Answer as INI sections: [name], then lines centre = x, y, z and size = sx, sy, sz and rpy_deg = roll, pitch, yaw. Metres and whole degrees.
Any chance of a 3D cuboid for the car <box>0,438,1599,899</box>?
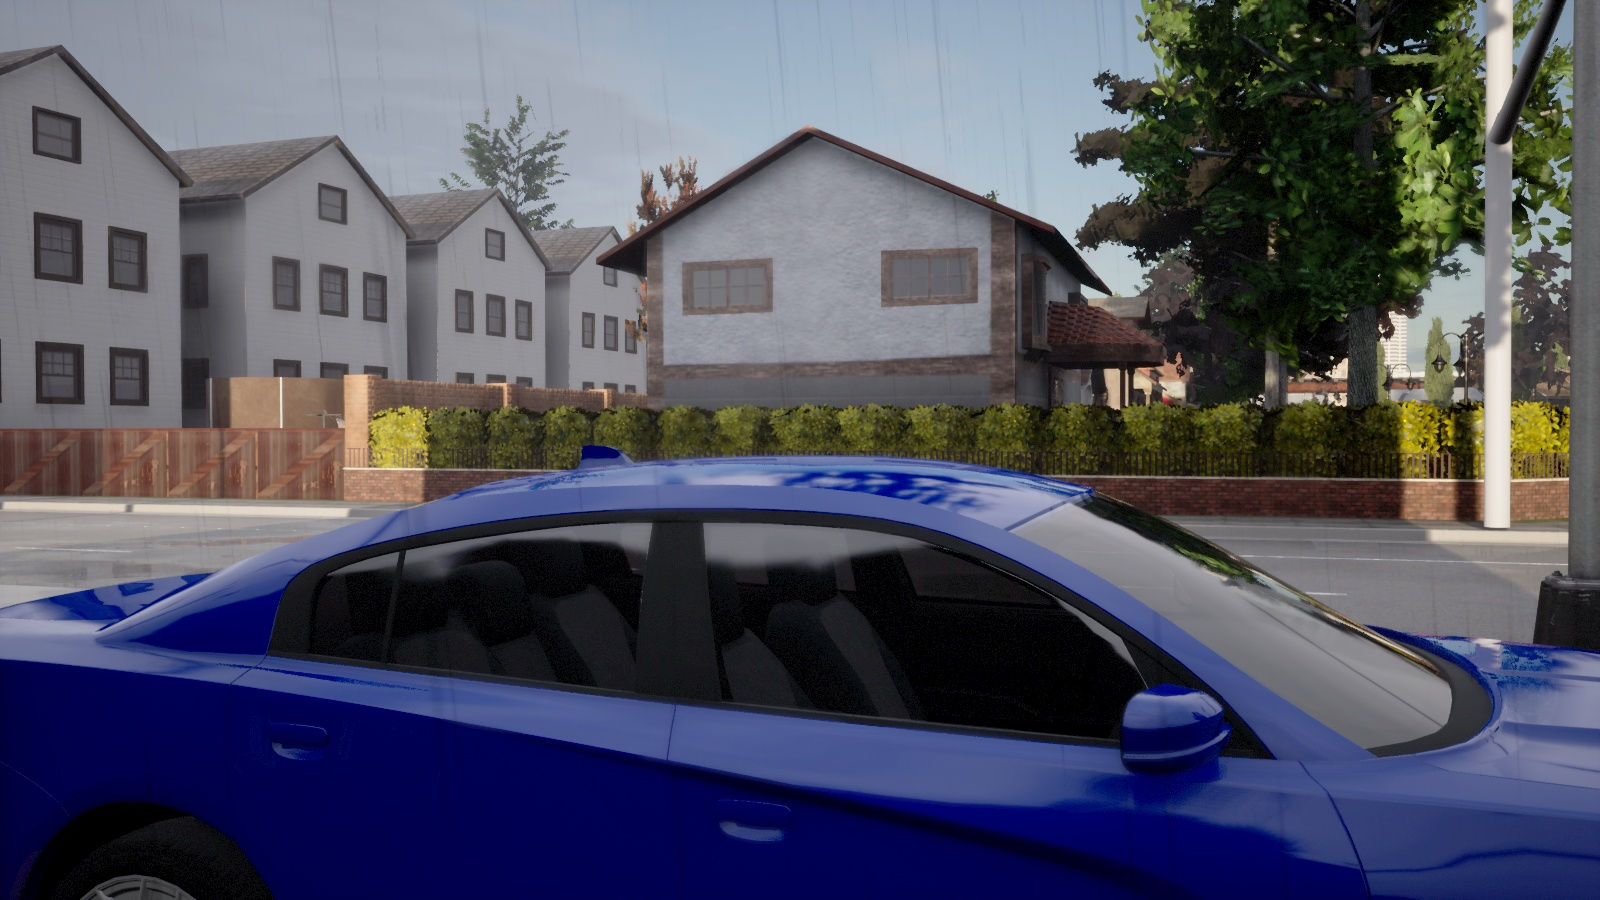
[car]
centre = 0.253, 0.755, 3.108
size = 5.008, 1.535, 1.882
rpy_deg = 1, 1, 19
